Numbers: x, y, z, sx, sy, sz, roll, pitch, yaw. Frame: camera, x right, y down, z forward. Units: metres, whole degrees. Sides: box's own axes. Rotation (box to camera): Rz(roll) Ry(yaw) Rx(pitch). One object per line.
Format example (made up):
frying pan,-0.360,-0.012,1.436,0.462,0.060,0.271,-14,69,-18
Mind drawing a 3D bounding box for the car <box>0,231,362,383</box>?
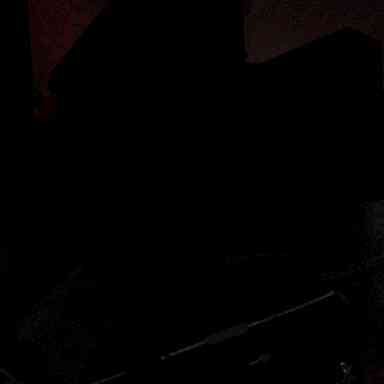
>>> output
car,-0.489,1.350,3.032,4.553,1.767,2.097,-1,0,-36
